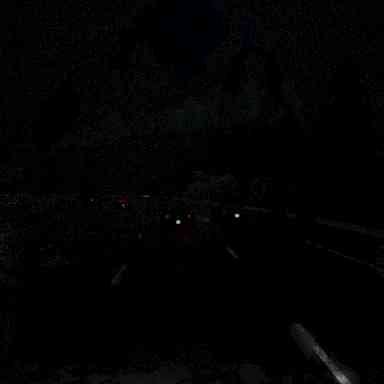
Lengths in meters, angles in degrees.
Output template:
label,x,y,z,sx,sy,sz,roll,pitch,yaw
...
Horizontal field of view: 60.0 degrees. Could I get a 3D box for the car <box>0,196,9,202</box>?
label,x,y,z,sx,sy,sz,roll,pitch,yaw
car,-38.235,1.382,67.414,1.895,1.301,4.718,-1,1,-28

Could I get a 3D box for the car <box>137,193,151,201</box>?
label,x,y,z,sx,sy,sz,roll,pitch,yaw
car,-9.244,0.980,63.764,2.128,1.511,4.902,-1,0,-23

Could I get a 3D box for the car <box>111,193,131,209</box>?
label,x,y,z,sx,sy,sz,roll,pitch,yaw
car,-8.490,1.214,40.421,1.837,1.490,4.892,0,0,-15

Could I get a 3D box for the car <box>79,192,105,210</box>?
label,x,y,z,sx,sy,sz,roll,pitch,yaw
car,-11.756,0.983,39.263,2.150,2.045,5.566,-1,0,-15

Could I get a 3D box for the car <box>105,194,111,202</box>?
label,x,y,z,sx,sy,sz,roll,pitch,yaw
car,-16.477,1.154,62.810,1.994,1.385,4.181,-1,1,-24

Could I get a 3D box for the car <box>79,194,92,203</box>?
label,x,y,z,sx,sy,sz,roll,pitch,yaw
car,-19.945,1.167,62.084,1.812,1.442,4.674,-1,0,-24

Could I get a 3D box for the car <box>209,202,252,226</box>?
label,x,y,z,sx,sy,sz,roll,pitch,yaw
car,2.349,1.324,21.251,1.994,1.385,4.181,-1,1,-8

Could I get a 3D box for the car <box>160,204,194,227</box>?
label,x,y,z,sx,sy,sz,roll,pitch,yaw
car,-1.077,1.414,21.299,1.895,1.301,4.718,-1,1,-7

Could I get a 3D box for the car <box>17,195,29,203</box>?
label,x,y,z,sx,sy,sz,roll,pitch,yaw
car,-32.656,1.332,64.354,1.994,1.385,4.181,-1,1,-26

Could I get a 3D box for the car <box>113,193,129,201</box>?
label,x,y,z,sx,sy,sz,roll,pitch,yaw
car,-14.396,1.014,67.169,2.128,1.511,4.902,-1,0,-25
